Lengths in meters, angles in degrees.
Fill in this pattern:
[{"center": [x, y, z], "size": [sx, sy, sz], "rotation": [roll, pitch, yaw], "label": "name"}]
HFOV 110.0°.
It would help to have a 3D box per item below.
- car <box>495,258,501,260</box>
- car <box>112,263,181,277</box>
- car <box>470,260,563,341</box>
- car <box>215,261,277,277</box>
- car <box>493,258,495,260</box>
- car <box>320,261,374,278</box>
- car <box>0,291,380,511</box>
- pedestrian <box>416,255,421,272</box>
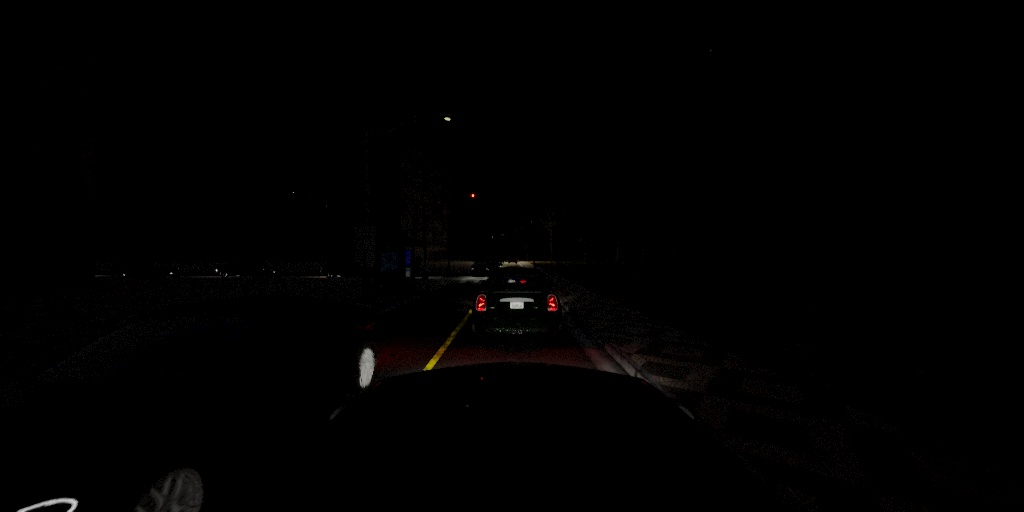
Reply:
[{"center": [-2.951, 1.240, 53.065], "size": [2.033, 1.411, 5.357], "rotation": [0, 0, 0], "label": "car"}, {"center": [-33.062, 1.249, 32.544], "size": [4.718, 1.301, 1.895], "rotation": [0, 1, 2], "label": "car"}, {"center": [0.114, 1.099, 9.972], "size": [2.097, 1.767, 4.553], "rotation": [0, 0, 0], "label": "car"}, {"center": [-23.825, 1.166, 32.278], "size": [4.902, 1.511, 2.128], "rotation": [0, 1, 2], "label": "car"}, {"center": [-3.005, 1.198, 35.628], "size": [1.882, 1.535, 5.008], "rotation": [0, 0, 0], "label": "car"}, {"center": [-14.453, 1.192, 32.014], "size": [4.902, 1.511, 2.128], "rotation": [0, 1, 2], "label": "car"}, {"center": [-3.093, 1.227, 3.872], "size": [1.882, 1.535, 5.008], "rotation": [0, 0, 0], "label": "car"}, {"center": [-9.980, 0.800, 38.122], "size": [0.375, 1.860, 0.375], "rotation": [0, 0, 2], "label": "pedestrian"}]
